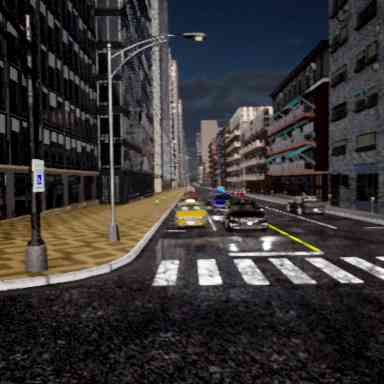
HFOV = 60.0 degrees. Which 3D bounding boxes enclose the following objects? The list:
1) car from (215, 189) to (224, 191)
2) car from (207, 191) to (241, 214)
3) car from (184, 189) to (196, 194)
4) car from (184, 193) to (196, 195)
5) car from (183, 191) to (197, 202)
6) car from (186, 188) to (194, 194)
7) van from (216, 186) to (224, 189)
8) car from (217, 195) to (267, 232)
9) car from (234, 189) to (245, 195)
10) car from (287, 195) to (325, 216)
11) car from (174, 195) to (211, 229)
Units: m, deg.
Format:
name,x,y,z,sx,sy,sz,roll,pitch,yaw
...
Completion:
name,x,y,z,sx,sy,sz,roll,pitch,yaw
car,2.460,0.725,37.229,2.033,1.411,5.357,-1,1,0
car,2.474,0.920,26.846,1.812,1.442,4.674,-1,1,0
car,-0.230,0.675,41.327,1.887,1.381,4.507,-2,1,0
car,-0.125,1.048,24.368,1.947,1.339,4.313,-2,1,0
car,-0.264,0.595,46.981,1.802,1.307,4.206,-2,1,0
car,-0.510,-0.257,86.554,2.008,1.369,4.403,-2,1,0
van,7.827,-0.701,92.253,1.690,1.788,3.998,-2,1,0
car,2.531,1.102,17.101,1.837,1.490,4.892,-1,1,0
car,8.041,0.100,58.335,1.967,1.590,4.097,-2,1,0
car,8.254,0.915,24.417,2.008,1.369,4.403,-2,1,0
car,-0.090,1.129,18.544,1.752,1.417,4.829,-2,1,0
